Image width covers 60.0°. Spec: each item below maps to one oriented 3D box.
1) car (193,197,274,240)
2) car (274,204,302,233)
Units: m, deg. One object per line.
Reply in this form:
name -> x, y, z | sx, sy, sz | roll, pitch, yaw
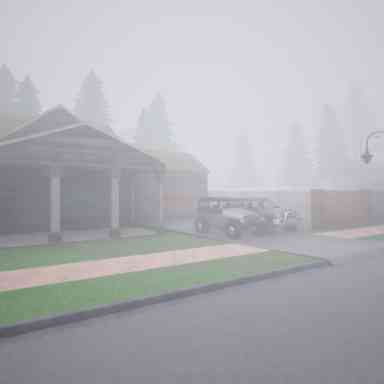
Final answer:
car -> 1.715, 1.176, 16.118 | 1.905, 1.878, 3.866 | 0, 0, -36
car -> 3.525, 1.174, 17.906 | 1.932, 1.855, 4.605 | 0, 0, -36
